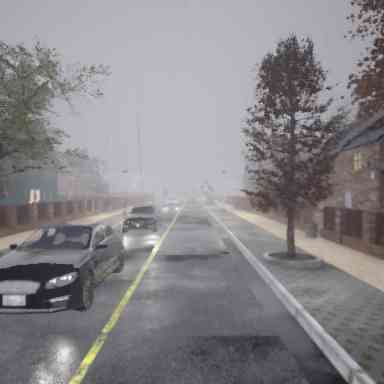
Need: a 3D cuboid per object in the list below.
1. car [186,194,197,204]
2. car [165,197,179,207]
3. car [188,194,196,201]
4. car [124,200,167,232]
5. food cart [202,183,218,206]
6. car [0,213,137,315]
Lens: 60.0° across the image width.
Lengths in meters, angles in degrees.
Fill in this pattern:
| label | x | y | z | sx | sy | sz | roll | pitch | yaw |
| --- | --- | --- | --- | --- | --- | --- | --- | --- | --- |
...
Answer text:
| label | x | y | z | sx | sy | sz | roll | pitch | yaw |
| --- | --- | --- | --- | --- | --- | --- | --- | --- | --- |
| car | -0.051 | 1.418 | 64.140 | 1.882 | 1.535 | 5.008 | 0 | 0 | 0 |
| car | -2.867 | 1.458 | 48.283 | 1.812 | 1.442 | 4.674 | 0 | 0 | 0 |
| car | -0.062 | 1.271 | 79.128 | 1.837 | 1.490 | 4.892 | 0 | 0 | 0 |
| car | -2.804 | 1.460 | 19.754 | 1.837 | 1.490 | 4.892 | 0 | 1 | 0 |
| food cart | 2.936 | 0.398 | 54.914 | 2.280 | 3.560 | 4.660 | -1 | -1 | 0 |
| car | -2.847 | 1.473 | 7.787 | 2.128 | 1.511 | 4.902 | 0 | 0 | 0 |
